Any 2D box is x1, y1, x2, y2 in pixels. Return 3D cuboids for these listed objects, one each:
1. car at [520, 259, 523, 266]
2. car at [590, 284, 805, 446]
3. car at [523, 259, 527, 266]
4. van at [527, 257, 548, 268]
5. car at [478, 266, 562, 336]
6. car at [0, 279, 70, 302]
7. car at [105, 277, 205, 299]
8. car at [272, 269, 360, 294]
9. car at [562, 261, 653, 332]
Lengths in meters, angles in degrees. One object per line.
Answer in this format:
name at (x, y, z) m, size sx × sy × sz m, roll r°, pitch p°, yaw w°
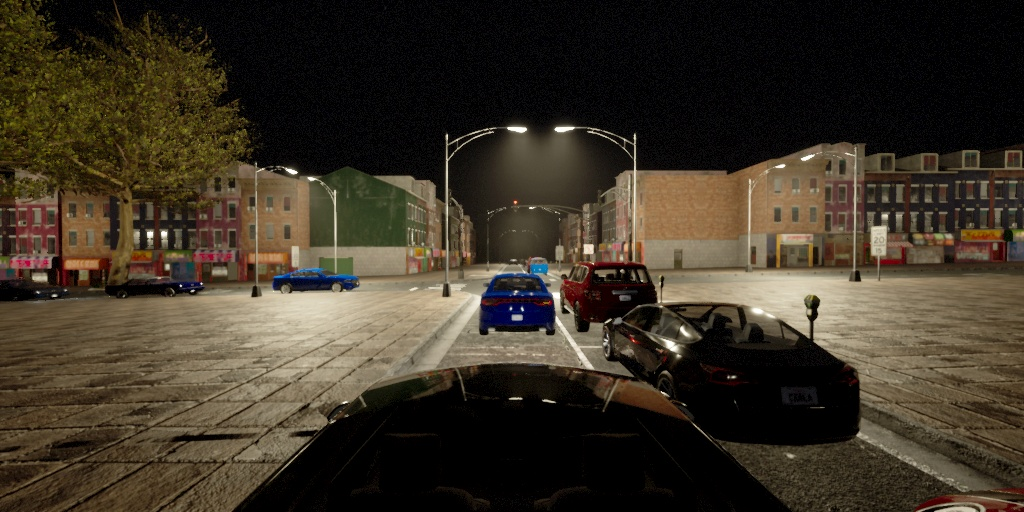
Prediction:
car at (2.877, 1.354, 64.150) m, size 2.007 × 1.370 × 4.403 m, roll 0°, pitch 0°, yaw 0°
car at (2.648, 1.315, 5.356) m, size 1.948 × 1.339 × 4.313 m, roll 0°, pitch 0°, yaw 0°
car at (2.793, 1.082, 42.524) m, size 2.192 × 1.841 × 5.009 m, roll 0°, pitch 0°, yaw 0°
van at (2.772, 1.102, 37.119) m, size 1.690 × 1.789 × 3.998 m, roll 0°, pitch 0°, yaw 0°
car at (0.147, 1.227, 10.482) m, size 1.882 × 1.535 × 5.008 m, roll 0°, pitch 0°, yaw 1°
car at (-31.496, 2.195, 22.616) m, size 5.357 × 1.411 × 2.033 m, roll -2°, pitch 1°, yaw 0°
car at (-22.320, 1.961, 22.582) m, size 4.718 × 1.301 × 1.895 m, roll -2°, pitch 1°, yaw 0°
car at (-12.234, 1.540, 22.547) m, size 5.008 × 1.535 × 1.882 m, roll -2°, pitch 1°, yaw -1°
car at (2.669, 1.064, 10.758) m, size 2.192 × 1.841 × 5.009 m, roll 0°, pitch 0°, yaw 0°
